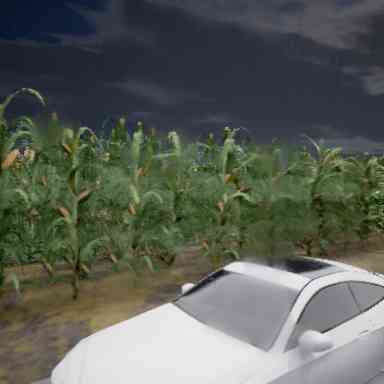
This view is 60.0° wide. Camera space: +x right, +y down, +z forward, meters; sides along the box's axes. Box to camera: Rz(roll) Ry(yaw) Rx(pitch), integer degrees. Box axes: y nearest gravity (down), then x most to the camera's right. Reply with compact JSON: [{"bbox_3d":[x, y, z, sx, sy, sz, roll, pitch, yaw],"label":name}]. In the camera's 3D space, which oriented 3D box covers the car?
[{"bbox_3d":[0.917,1.534,3.713,4.674,1.442,1.812,0,0,-35],"label":"car"}]
